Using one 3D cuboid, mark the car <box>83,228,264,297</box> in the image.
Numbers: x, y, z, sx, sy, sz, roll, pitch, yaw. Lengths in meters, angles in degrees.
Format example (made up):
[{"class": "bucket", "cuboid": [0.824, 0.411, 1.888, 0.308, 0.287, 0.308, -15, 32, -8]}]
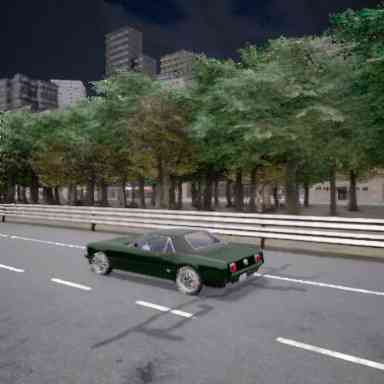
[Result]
[{"class": "car", "cuboid": [-0.680, 1.603, 8.650, 4.718, 1.301, 1.895, 0, 0, 35]}]
